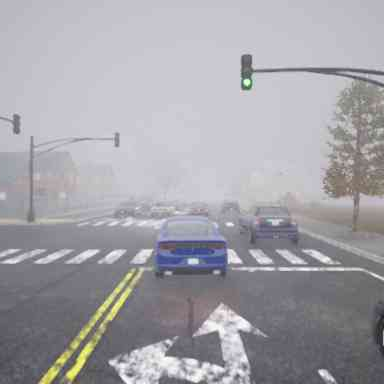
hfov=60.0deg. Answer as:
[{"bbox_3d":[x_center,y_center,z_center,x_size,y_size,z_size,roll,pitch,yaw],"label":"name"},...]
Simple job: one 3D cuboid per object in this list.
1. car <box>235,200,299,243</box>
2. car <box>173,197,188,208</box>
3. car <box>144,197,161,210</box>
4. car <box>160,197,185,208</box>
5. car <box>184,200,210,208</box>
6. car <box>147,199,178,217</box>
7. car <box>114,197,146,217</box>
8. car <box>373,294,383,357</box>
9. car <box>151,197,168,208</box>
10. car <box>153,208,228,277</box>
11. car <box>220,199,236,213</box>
[{"bbox_3d":[3.547,1.352,16.093,2.097,1.767,4.553,0,0,1],"label":"car"},{"bbox_3d":[-1.762,1.570,50.848,1.812,1.442,4.674,0,0,4],"label":"car"},{"bbox_3d":[-5.557,1.383,41.216,2.097,1.767,4.553,0,0,2],"label":"car"},{"bbox_3d":[-2.334,1.591,40.603,1.994,1.385,4.181,0,0,3],"label":"car"},{"bbox_3d":[0.675,1.561,30.280,2.033,1.411,5.357,0,0,2],"label":"car"},{"bbox_3d":[-2.724,1.618,31.518,1.895,1.301,4.718,0,0,2],"label":"car"},{"bbox_3d":[-5.979,1.524,31.368,1.837,1.490,4.892,0,0,2],"label":"car"},{"bbox_3d":[3.378,1.505,2.600,1.837,1.490,4.892,0,0,0],"label":"car"},{"bbox_3d":[-4.964,1.527,51.618,1.882,1.535,5.008,0,0,4],"label":"car"},{"bbox_3d":[-0.156,1.478,10.300,1.882,1.535,5.008,0,0,-4],"label":"car"},{"bbox_3d":[4.181,1.523,36.646,1.837,1.490,4.892,0,0,2],"label":"car"}]
